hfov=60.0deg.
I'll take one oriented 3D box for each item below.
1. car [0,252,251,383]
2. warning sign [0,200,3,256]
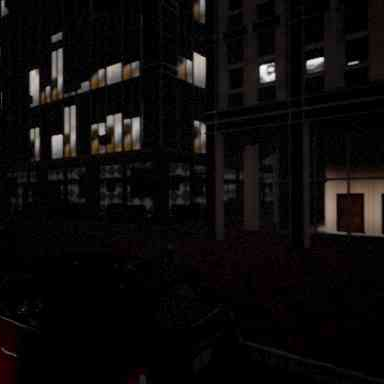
[{"bbox_3d":[-1.495,1.464,3.942,4.097,1.590,1.967,0,0,36],"label":"car"},{"bbox_3d":[-7.107,1.200,10.869,1.060,1.860,1.300,-1,0,36],"label":"warning sign"}]
